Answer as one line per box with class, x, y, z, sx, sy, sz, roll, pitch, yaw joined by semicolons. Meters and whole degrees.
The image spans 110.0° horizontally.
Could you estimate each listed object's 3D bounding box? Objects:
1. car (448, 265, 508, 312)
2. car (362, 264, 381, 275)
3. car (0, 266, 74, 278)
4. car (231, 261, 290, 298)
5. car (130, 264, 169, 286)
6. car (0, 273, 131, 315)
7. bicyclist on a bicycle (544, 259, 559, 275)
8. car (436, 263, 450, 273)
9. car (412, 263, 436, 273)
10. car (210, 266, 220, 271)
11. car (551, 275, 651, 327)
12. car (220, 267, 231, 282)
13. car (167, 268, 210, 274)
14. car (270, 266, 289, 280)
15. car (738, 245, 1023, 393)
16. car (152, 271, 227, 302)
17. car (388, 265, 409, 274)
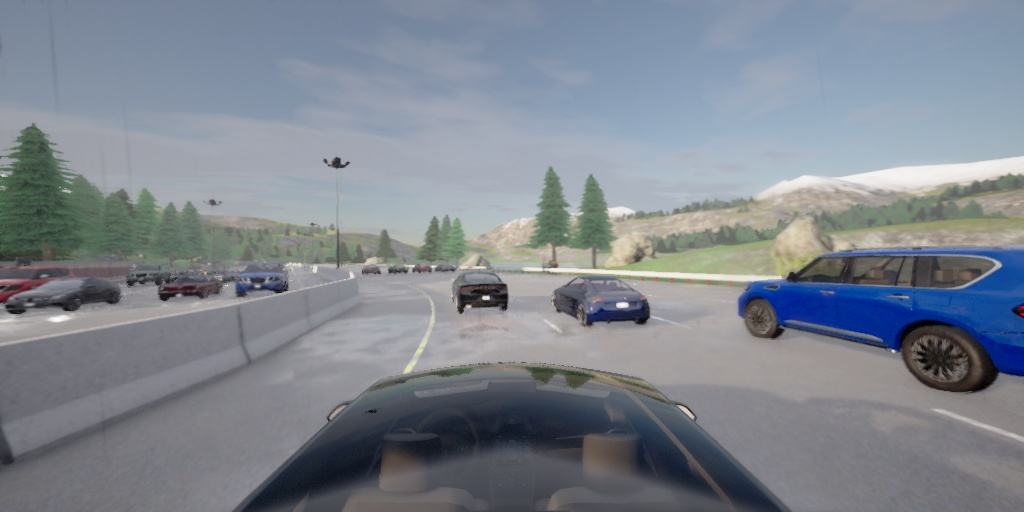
car;-1.466;1.326;14.919;1.882;1.535;5.008;0;0;-13
car;-19.362;1.881;49.410;1.812;1.442;4.674;-1;0;-32
car;-25.109;1.535;18.419;2.150;2.045;5.566;-1;-1;-28
car;-15.407;1.370;22.458;2.150;2.045;5.566;-1;0;-27
car;-35.126;1.806;34.875;2.150;2.045;5.566;-1;-1;-32
car;-20.527;1.743;16.738;1.812;1.442;4.674;-1;-1;-23
bicyclist on a bicycle;4.776;1.192;40.320;1.656;1.620;0.582;24;-12;-29
car;-10.266;1.774;54.663;1.994;1.385;4.181;-1;0;-32
car;-13.222;1.782;52.788;1.812;1.442;4.674;-1;0;-32
car;-38.944;1.986;47.667;1.994;1.385;4.181;-1;0;-32
car;2.672;1.317;11.700;1.994;1.385;4.181;-1;0;-9
car;-27.850;2.016;36.447;1.994;1.385;4.181;-1;0;-32
car;-30.225;2.083;33.643;1.895;1.301;4.718;-1;0;-32
car;-27.623;2.004;42.717;1.812;1.442;4.674;-1;0;-32
car;6.912;0.869;6.667;2.150;2.045;5.566;0;0;-5
car;-18.557;1.801;20.911;1.895;1.301;4.718;-1;0;-27
car;-16.285;1.907;51.088;1.895;1.301;4.718;-1;0;-32
